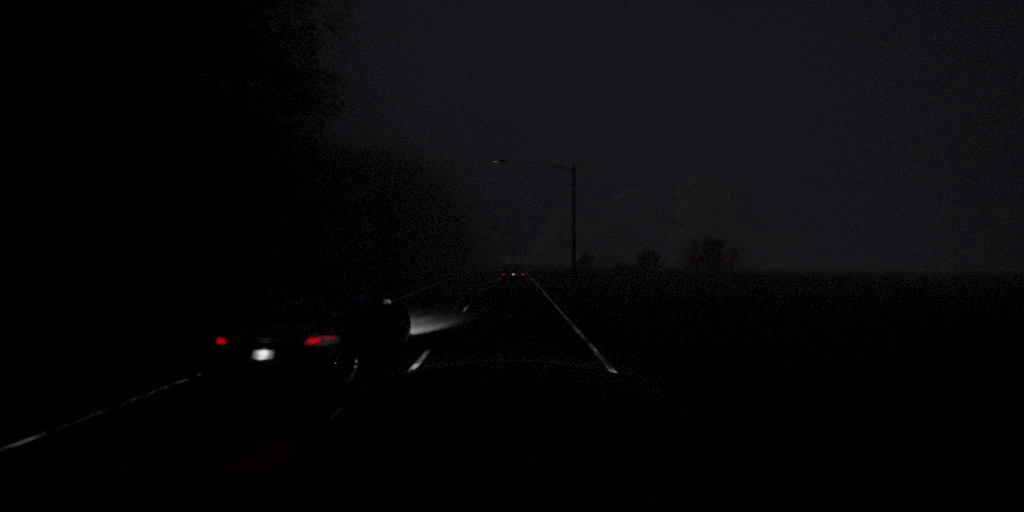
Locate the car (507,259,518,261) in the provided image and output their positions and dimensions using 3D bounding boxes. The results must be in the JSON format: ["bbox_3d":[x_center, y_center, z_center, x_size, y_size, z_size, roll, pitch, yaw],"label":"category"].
[{"bbox_3d":[0.073,1.197,49.191,1.882,1.535,5.008,0,0,0],"label":"car"}]

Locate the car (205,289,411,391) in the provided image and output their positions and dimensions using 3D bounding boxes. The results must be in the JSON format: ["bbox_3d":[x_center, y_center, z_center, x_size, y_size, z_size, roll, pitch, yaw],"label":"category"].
[{"bbox_3d":[-3.403,1.311,6.907,1.994,1.385,4.181,0,0,0],"label":"car"}]

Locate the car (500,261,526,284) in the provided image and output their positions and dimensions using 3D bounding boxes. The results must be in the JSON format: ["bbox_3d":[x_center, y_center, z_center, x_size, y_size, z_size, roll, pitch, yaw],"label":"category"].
[{"bbox_3d":[0.088,1.281,26.580,2.033,1.411,5.357,0,0,0],"label":"car"}]
